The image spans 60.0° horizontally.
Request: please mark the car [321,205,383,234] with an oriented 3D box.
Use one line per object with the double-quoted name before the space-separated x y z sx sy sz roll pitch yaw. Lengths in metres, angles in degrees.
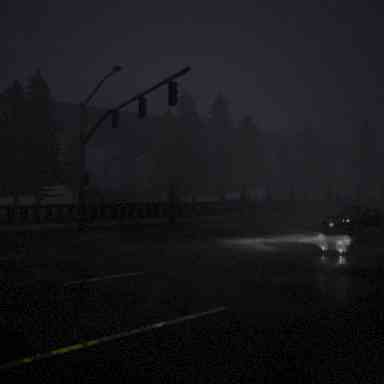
"car" 9.506 1.503 19.341 4.902 1.511 2.128 0 0 -35
